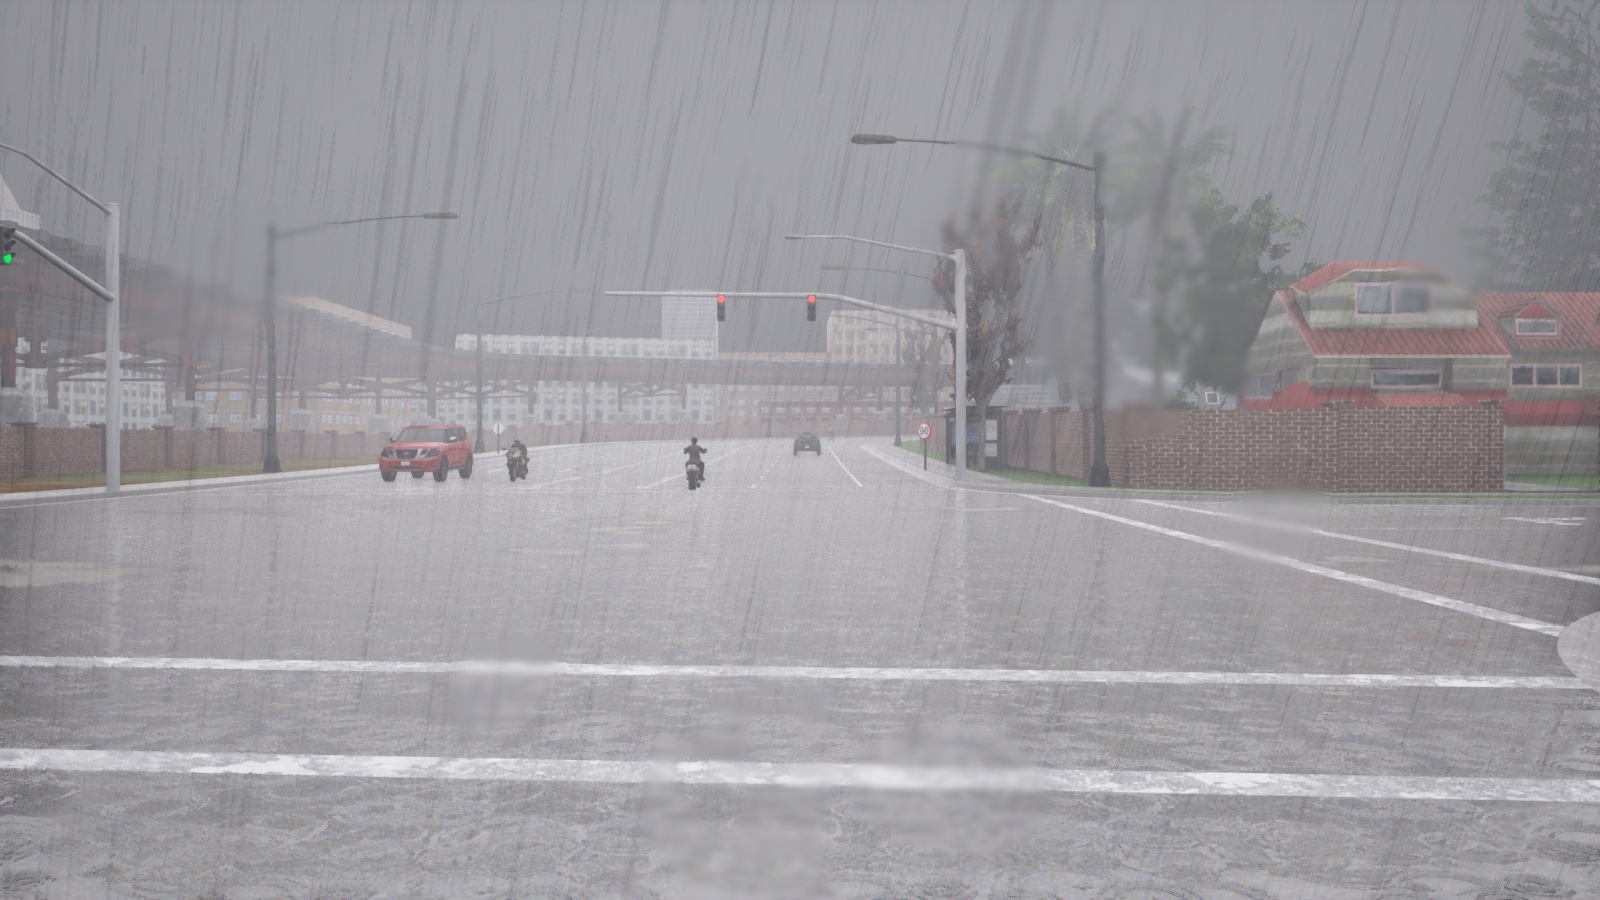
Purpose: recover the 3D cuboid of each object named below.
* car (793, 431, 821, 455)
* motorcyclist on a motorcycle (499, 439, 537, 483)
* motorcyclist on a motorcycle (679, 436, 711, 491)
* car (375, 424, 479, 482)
[{"bbox_3d":[0.475,-0.460,82.876,1.816,1.474,4.193,0,2,0],"label":"car"},{"bbox_3d":[-10.233,0.388,45.605,0.866,1.530,2.191,0,1,0],"label":"motorcyclist on a motorcycle"},{"bbox_3d":[-3.267,0.402,39.260,0.766,1.649,2.350,0,1,0],"label":"motorcyclist on a motorcycle"},{"bbox_3d":[-13.726,0.055,46.557,2.150,2.045,5.566,0,1,0],"label":"car"}]
